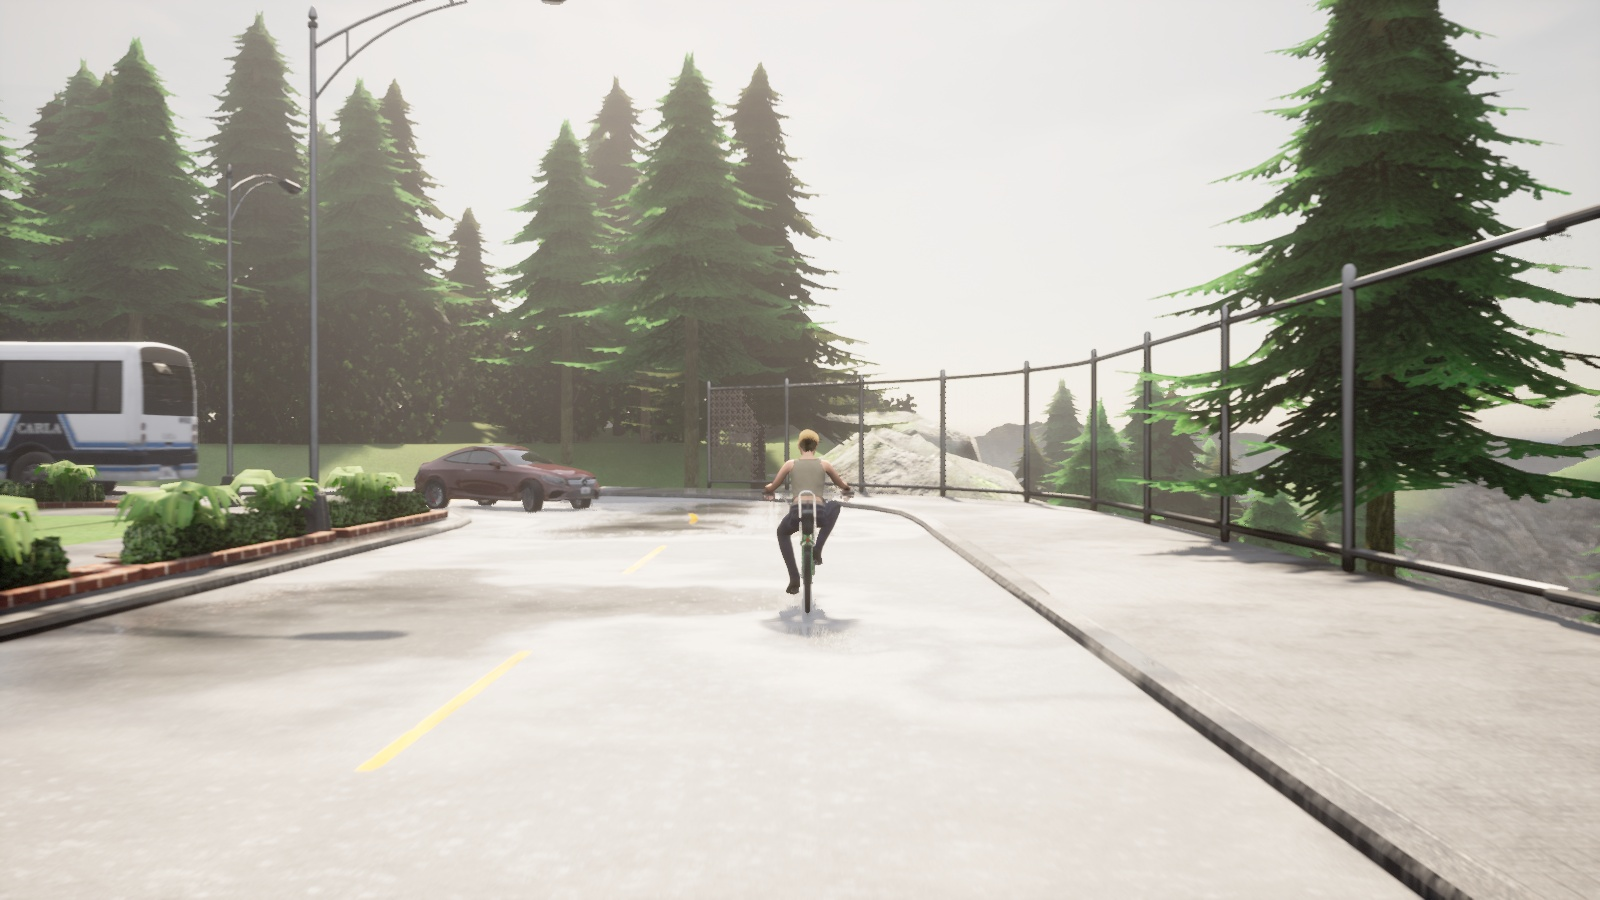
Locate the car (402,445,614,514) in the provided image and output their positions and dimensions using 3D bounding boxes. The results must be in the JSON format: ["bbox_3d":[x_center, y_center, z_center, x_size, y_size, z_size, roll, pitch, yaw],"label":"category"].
[{"bbox_3d":[-6.622,0.609,28.324,4.674,1.442,1.812,0,0,30],"label":"car"}]

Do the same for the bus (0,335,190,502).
[{"bbox_3d":[-22.669,-0.840,34.151,10.273,4.253,3.944,0,0,1],"label":"bus"}]

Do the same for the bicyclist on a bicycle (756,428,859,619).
[{"bbox_3d":[0.072,0.619,11.407,0.866,1.612,1.509,0,0,1],"label":"bicyclist on a bicycle"}]
